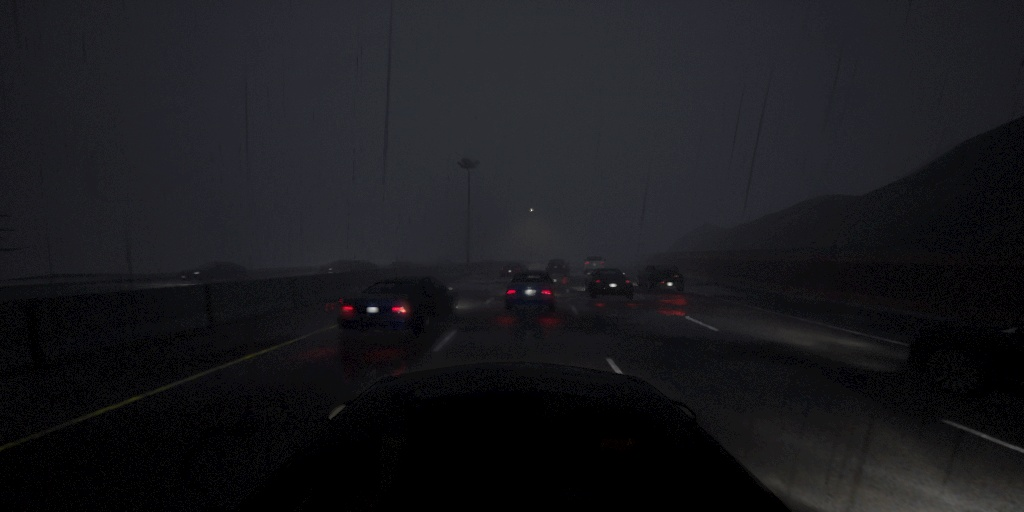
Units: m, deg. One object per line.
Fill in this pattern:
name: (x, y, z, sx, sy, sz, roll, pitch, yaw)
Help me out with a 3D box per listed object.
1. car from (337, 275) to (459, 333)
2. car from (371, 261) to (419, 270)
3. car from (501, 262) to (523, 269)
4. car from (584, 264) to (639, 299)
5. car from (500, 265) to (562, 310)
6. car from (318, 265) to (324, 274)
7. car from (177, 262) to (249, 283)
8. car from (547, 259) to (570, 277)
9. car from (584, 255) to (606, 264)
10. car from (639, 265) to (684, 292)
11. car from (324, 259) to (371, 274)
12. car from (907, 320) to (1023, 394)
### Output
car: (-3.011, 1.272, 10.696, 2.033, 1.411, 5.357, 0, 0, 4)
car: (-10.470, 1.209, 33.625, 2.033, 1.411, 5.357, 0, 0, 12)
car: (0.258, 1.260, 32.387, 1.994, 1.385, 4.181, 0, 0, 12)
car: (4.835, 1.299, 18.258, 1.994, 1.385, 4.181, 0, 0, 7)
car: (0.843, 1.277, 14.680, 2.033, 1.411, 5.357, 0, 0, 6)
car: (-17.108, 1.116, 35.910, 1.882, 1.535, 5.008, 0, 0, 12)
car: (-22.351, 1.164, 27.101, 1.812, 1.442, 4.674, 0, 0, 10)
car: (4.619, 1.055, 35.702, 2.097, 1.767, 4.553, 0, 0, 13)
car: (9.369, 0.930, 40.559, 2.150, 2.045, 5.566, 0, 0, 14)
car: (8.848, 1.245, 21.623, 1.837, 1.490, 4.892, 0, 0, 9)
car: (-14.225, 1.144, 32.644, 2.128, 1.511, 4.902, 0, 0, 12)
car: (7.201, 1.259, 3.662, 2.128, 1.511, 4.902, 0, 0, 1)
